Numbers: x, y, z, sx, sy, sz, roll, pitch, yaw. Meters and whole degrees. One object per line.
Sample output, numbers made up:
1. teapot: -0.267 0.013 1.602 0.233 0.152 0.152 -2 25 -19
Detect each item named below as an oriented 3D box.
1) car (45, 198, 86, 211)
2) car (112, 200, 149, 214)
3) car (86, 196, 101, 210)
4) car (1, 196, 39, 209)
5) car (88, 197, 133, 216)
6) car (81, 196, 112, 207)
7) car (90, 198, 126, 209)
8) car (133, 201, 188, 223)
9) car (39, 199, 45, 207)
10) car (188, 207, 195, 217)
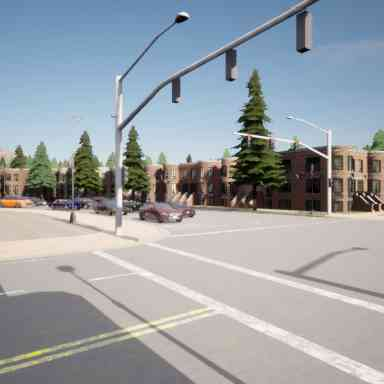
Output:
1. car: -15.467 1.601 40.530 4.718 1.301 1.895 0 0 37
2. car: -6.883 1.601 37.031 1.895 1.301 4.718 0 0 -41
3. car: -14.230 1.492 43.868 4.902 1.511 2.128 0 0 36
4. car: -23.876 1.352 45.592 4.553 1.767 2.097 0 0 24
5. car: -8.191 1.547 33.265 2.033 1.411 5.357 0 0 -38
6. car: -15.230 1.477 53.079 5.008 1.535 1.882 0 0 30
7. car: -11.918 1.547 46.941 5.357 1.411 2.033 0 0 36
8. car: -2.520 1.526 25.579 1.812 1.442 4.674 0 0 -35
9. car: -23.665 1.492 49.350 4.902 1.511 2.128 0 0 23
10. car: -1.529 1.564 30.097 1.994 1.385 4.181 0 0 -37
